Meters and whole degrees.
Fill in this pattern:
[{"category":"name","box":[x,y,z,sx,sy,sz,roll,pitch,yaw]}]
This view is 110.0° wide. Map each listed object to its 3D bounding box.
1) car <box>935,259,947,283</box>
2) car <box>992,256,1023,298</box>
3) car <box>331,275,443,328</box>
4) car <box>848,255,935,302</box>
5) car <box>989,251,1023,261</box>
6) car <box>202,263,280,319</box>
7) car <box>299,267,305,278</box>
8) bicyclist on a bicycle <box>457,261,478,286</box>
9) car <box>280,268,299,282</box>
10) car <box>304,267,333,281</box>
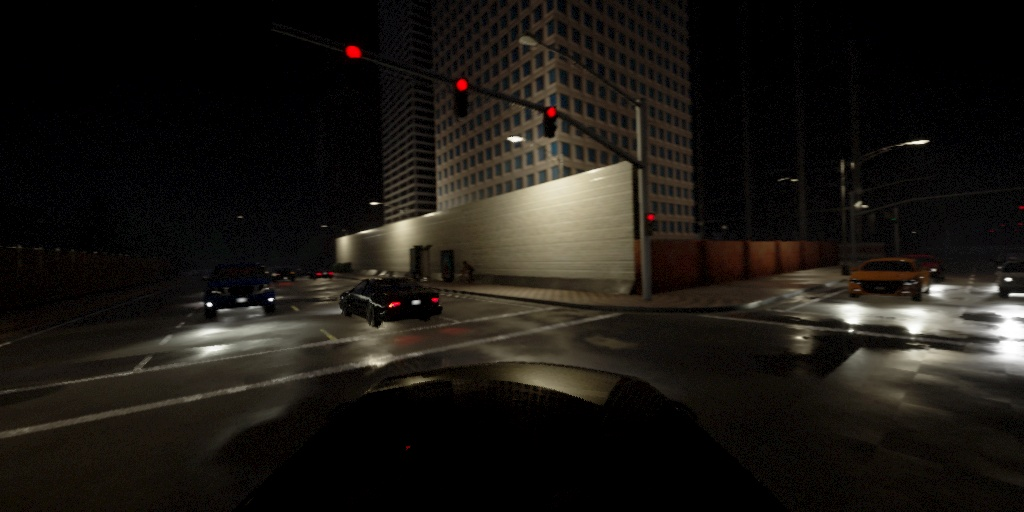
[{"category":"car","box":[22.576,0.653,20.006,4.674,1.442,1.812,-2,0,-37]},{"category":"car","box":[19.286,0.818,13.113,4.718,1.301,1.895,-2,0,-37]},{"category":"car","box":[-4.281,1.416,12.124,2.033,1.411,5.357,-2,0,-39]},{"category":"car","box":[15.140,0.821,14.358,5.008,1.535,1.882,-2,0,-37]},{"category":"car","box":[26.500,0.499,18.590,4.902,1.511,2.128,-2,0,-37]},{"category":"car","box":[-11.585,1.315,15.339,2.150,2.045,5.566,-2,0,-37]},{"category":"car","box":[-27.823,2.193,48.666,1.994,1.385,4.181,-2,0,-37]},{"category":"bicyclist on a bicycle","box":[-2.959,1.146,23.792,1.656,1.620,0.582,-2,0,-37]},{"category":"car","box":[-24.402,2.016,38.279,1.837,1.490,4.892,-2,0,-37]},{"category":"car","box":[-21.509,1.974,40.346,2.033,1.411,5.357,-2,0,-37]}]
